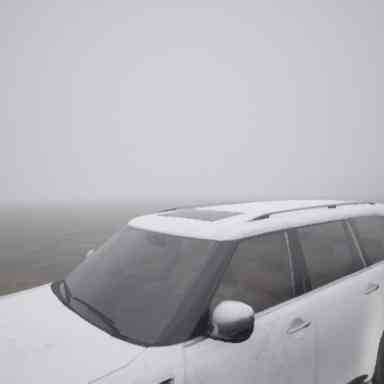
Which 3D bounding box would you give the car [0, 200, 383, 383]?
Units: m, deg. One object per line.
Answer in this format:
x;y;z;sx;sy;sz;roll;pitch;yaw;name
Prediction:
0.229;1.171;3.277;5.566;2.045;2.150;-2;1;-37;car
